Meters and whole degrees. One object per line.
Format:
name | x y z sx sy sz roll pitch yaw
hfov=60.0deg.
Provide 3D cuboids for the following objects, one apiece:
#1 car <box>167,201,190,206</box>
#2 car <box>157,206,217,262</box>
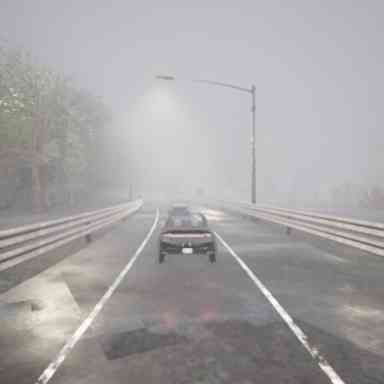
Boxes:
car | -1.148 1.512 28.146 1.812 1.442 4.674 0 0 -4
car | -0.208 1.490 12.097 2.128 1.511 4.902 0 0 -2
